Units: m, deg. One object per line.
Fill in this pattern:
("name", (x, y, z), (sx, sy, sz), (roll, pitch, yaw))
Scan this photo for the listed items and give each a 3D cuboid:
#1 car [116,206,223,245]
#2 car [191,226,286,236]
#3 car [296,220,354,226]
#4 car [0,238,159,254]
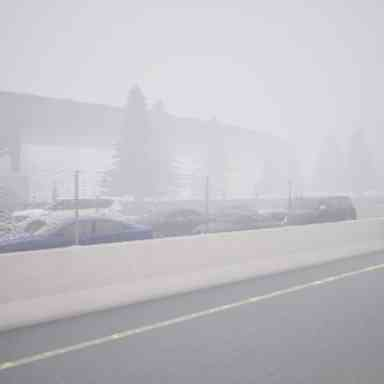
("car", (-0.998, 1.503, 16.074), (4.892, 1.490, 1.837), (1, 0, -35))
("car", (2.017, 1.559, 13.908), (4.181, 1.385, 1.994), (0, 0, -36))
("car", (6.161, 1.213, 16.924), (5.566, 2.045, 2.150), (0, 0, -35))
("car", (-3.503, 1.476, 10.080), (5.008, 1.535, 1.882), (0, 0, -35))
